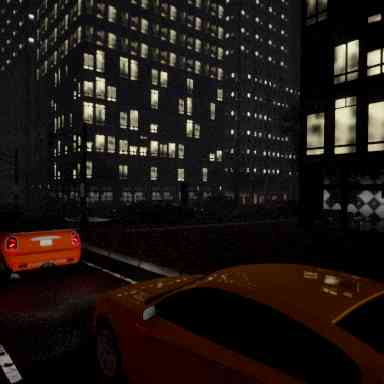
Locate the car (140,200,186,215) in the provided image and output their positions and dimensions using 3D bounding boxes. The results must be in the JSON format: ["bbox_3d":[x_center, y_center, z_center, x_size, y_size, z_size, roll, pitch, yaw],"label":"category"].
[{"bbox_3d":[-3.126,1.648,36.673,4.829,1.417,1.752,1,0,-39],"label":"car"}]

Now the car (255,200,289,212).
[{"bbox_3d":[10.758,1.825,44.523,4.674,1.442,1.812,1,0,-39],"label":"car"}]

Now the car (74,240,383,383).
[{"bbox_3d":[0.725,1.476,3.279,1.882,1.535,5.008,0,0,-40],"label":"car"}]

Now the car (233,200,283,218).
[{"bbox_3d":[6.792,1.833,33.909,4.829,1.417,1.752,1,0,-39],"label":"car"}]

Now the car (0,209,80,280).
[{"bbox_3d":[-5.182,1.347,10.349,2.097,1.767,4.553,0,0,-40],"label":"car"}]

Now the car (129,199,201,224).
[{"bbox_3d":[-2.115,1.524,26.718,5.009,1.841,2.192,1,0,-39],"label":"car"}]

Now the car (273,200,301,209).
[{"bbox_3d":[14.556,1.882,50.943,4.313,1.339,1.947,1,0,-39],"label":"car"}]

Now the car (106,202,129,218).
[{"bbox_3d":[-5.715,1.643,31.253,4.674,1.442,1.812,1,1,-38],"label":"car"}]

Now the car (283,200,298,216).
[{"bbox_3d":[11.049,1.937,37.345,4.206,1.307,1.802,1,0,-39],"label":"car"}]

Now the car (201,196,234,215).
[{"bbox_3d":[2.485,1.430,37.857,5.566,2.045,2.150,1,1,-39],"label":"car"}]
